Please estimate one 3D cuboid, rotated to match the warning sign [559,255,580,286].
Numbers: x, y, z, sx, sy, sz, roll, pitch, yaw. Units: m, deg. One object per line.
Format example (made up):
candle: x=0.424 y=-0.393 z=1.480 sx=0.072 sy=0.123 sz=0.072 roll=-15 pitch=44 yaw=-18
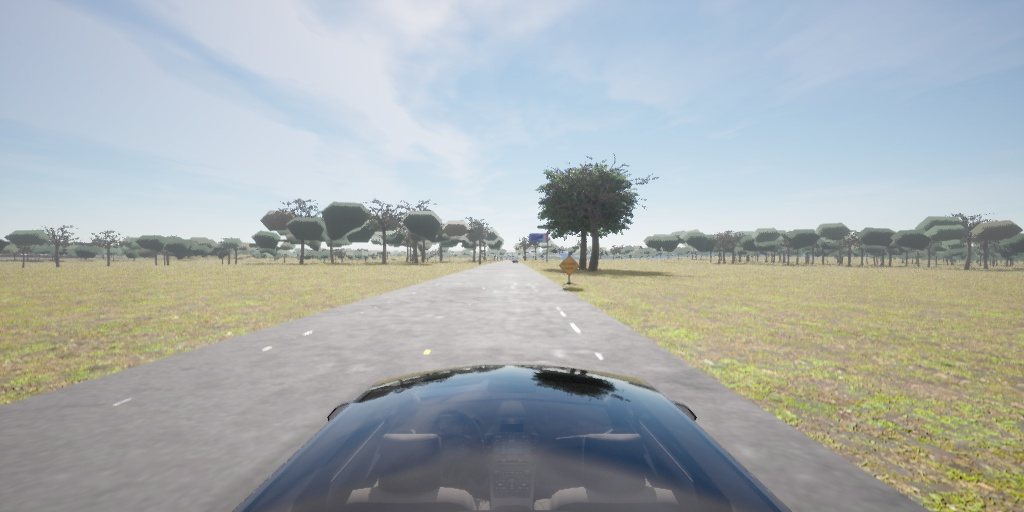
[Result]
warning sign: x=3.550 y=0.883 z=22.330 sx=1.300 sy=1.860 sz=1.060 roll=0 pitch=0 yaw=0
